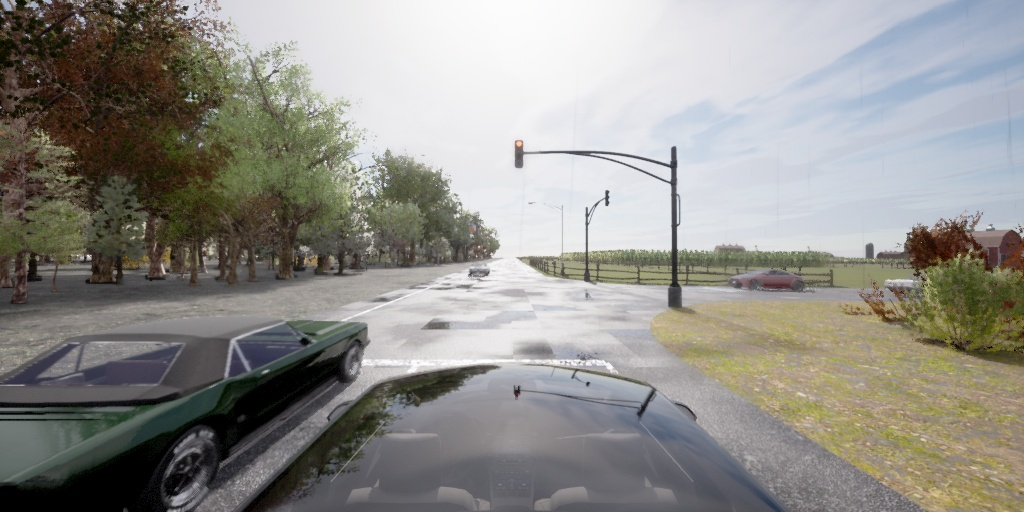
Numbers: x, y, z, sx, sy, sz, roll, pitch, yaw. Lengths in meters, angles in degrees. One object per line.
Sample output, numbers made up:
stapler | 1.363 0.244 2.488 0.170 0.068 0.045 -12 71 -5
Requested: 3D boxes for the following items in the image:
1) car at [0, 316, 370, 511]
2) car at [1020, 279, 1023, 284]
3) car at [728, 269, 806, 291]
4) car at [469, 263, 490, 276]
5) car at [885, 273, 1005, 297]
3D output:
car | -3.395 1.352 4.142 1.895 1.301 4.718 0 0 0
car | 36.428 1.555 23.351 4.553 1.767 2.097 1 -1 0
car | 16.626 1.551 23.528 4.181 1.385 1.994 1 -1 2
car | -3.361 1.355 37.898 1.895 1.301 4.718 0 0 0
car | 23.808 1.602 19.739 4.718 1.301 1.895 1 -1 1
